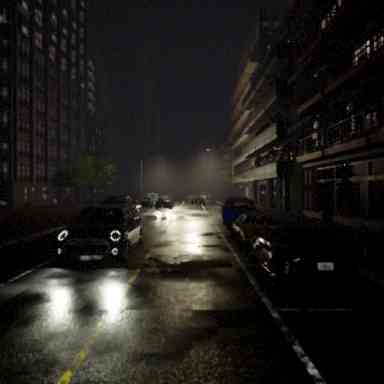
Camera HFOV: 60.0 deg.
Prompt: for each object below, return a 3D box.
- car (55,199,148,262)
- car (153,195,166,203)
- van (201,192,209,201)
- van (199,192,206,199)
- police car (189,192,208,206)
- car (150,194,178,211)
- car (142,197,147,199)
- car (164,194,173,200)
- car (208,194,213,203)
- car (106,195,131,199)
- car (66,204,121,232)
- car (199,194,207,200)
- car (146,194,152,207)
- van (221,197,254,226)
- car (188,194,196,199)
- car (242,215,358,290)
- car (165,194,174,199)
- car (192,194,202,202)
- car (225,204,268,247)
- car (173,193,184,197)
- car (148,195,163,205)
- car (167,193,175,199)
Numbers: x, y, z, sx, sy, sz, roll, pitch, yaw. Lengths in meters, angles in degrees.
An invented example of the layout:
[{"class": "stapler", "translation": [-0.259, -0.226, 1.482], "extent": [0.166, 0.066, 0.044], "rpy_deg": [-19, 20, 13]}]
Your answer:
[{"class": "car", "translation": [-3.049, 1.283, 11.785], "extent": [2.097, 1.767, 4.553], "rpy_deg": [0, 0, 0]}, {"class": "car", "translation": [-5.700, 1.262, 58.464], "extent": [1.947, 1.339, 4.313], "rpy_deg": [0, 0, 0]}, {"class": "van", "translation": [2.679, 0.989, 69.509], "extent": [1.690, 1.788, 3.998], "rpy_deg": [0, 0, 0]}, {"class": "van", "translation": [2.677, 0.923, 86.077], "extent": [1.690, 1.788, 3.998], "rpy_deg": [0, 0, 0]}, {"class": "police car", "translation": [0.894, 1.167, 48.903], "extent": [1.930, 1.638, 5.238], "rpy_deg": [0, 0, 0]}, {"class": "car", "translation": [-3.098, 1.288, 37.624], "extent": [2.128, 1.511, 4.902], "rpy_deg": [0, 0, 0]}, {"class": "car", "translation": [-5.697, 1.381, 30.850], "extent": [2.008, 1.369, 4.403], "rpy_deg": [0, 0, 0]}, {"class": "car", "translation": [-5.703, 1.154, 80.554], "extent": [2.008, 1.369, 4.403], "rpy_deg": [0, 0, 0]}, {"class": "car", "translation": [2.681, 1.248, 58.465], "extent": [2.008, 1.369, 4.403], "rpy_deg": [0, 0, 0]}, {"class": "car", "translation": [-5.696, 1.174, 25.325], "extent": [2.192, 1.841, 5.009], "rpy_deg": [0, 0, 0]}, {"class": "car", "translation": [-5.695, 1.453, 19.805], "extent": [1.947, 1.339, 4.313], "rpy_deg": [0, 0, 0]}, {"class": "car", "translation": [2.678, 1.148, 80.555], "extent": [1.887, 1.381, 4.507], "rpy_deg": [0, 0, 0]}, {"class": "car", "translation": [-5.698, 1.327, 41.895], "extent": [2.008, 1.369, 4.403], "rpy_deg": [0, 0, 0]}, {"class": "van", "translation": [2.685, 1.229, 19.804], "extent": [1.690, 1.788, 3.998], "rpy_deg": [0, 0, 0]}, {"class": "car", "translation": [-0.010, 1.059, 81.531], "extent": [1.895, 1.301, 4.718], "rpy_deg": [0, 0, 0]}, {"class": "car", "translation": [2.687, 1.514, 8.759], "extent": [1.947, 1.339, 4.313], "rpy_deg": [0, 0, 0]}, {"class": "car", "translation": [-5.704, 1.133, 86.078], "extent": [2.008, 1.369, 4.403], "rpy_deg": [0, 0, 0]}, {"class": "car", "translation": [0.892, 1.194, 64.794], "extent": [1.812, 1.442, 4.674], "rpy_deg": [0, 0, 0]}, {"class": "car", "translation": [2.686, 1.442, 14.452], "extent": [1.752, 1.417, 4.829], "rpy_deg": [0, 0, 0]}, {"class": "car", "translation": [-3.010, 0.897, 79.350], "extent": [1.812, 1.442, 4.674], "rpy_deg": [0, 0, 0]}, {"class": "car", "translation": [-5.699, 1.267, 52.941], "extent": [1.887, 1.381, 4.507], "rpy_deg": [0, 0, 0]}, {"class": "car", "translation": [-5.705, 1.000, 91.600], "extent": [1.967, 1.590, 4.097], "rpy_deg": [0, 0, 0]}]
